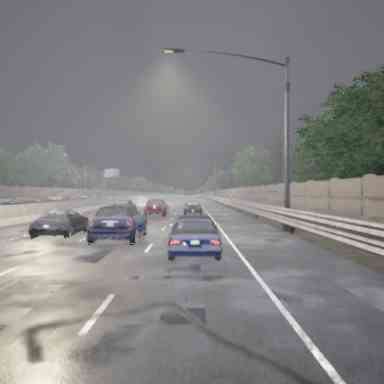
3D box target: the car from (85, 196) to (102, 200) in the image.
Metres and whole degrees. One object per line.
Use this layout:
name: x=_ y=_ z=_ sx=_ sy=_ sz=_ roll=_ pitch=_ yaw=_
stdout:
car: x=-21.014 y=1.570 z=72.513 sx=1.882 sy=1.535 sz=5.008 roll=0 pitch=0 yaw=0

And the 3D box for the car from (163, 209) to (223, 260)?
car: x=0.092 y=1.577 z=12.539 sx=2.033 sy=1.411 sz=5.357 roll=0 pitch=0 yaw=0

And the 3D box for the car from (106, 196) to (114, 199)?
car: x=-17.515 y=1.619 z=72.097 sx=1.812 sy=1.442 sz=4.674 roll=0 pitch=0 yaw=0

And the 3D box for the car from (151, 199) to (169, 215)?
car: x=-3.410 y=1.421 z=32.413 sx=2.097 sy=1.767 sz=4.553 roll=0 pitch=0 yaw=0

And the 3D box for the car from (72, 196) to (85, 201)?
car: x=-24.514 y=1.647 z=72.096 sx=1.994 sy=1.385 sz=4.181 roll=0 pitch=0 yaw=0

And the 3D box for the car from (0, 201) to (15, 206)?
car: x=-17.605 y=1.542 z=29.826 sx=1.882 sy=1.535 sz=5.008 roll=0 pitch=0 yaw=0

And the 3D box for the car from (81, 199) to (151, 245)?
car: x=-3.410 y=1.388 z=15.955 sx=2.097 sy=1.767 sz=4.553 roll=0 pitch=0 yaw=0

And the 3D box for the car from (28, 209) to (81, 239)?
car: x=-6.907 y=1.605 z=17.756 sx=1.994 sy=1.385 sz=4.181 roll=0 pitch=0 yaw=0

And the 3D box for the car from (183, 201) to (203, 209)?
car: x=0.092 y=1.597 z=33.780 sx=1.812 sy=1.442 sz=4.674 roll=0 pitch=0 yaw=0
